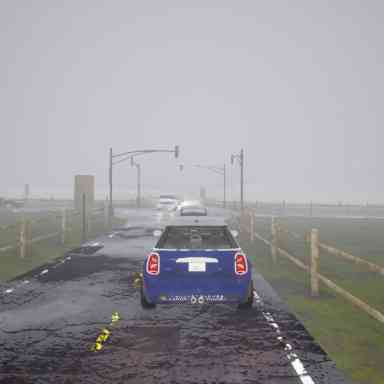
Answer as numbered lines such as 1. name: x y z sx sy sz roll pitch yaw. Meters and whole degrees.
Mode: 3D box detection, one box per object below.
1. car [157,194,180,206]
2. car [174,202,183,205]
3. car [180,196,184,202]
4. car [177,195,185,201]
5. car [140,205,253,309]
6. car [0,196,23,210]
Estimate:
1. car: -2.886 1.205 39.343 2.150 2.045 5.566 1 0 0
2. car: 0.080 1.507 17.196 1.837 1.490 4.892 0 0 0
3. car: -2.906 1.615 57.681 1.895 1.301 4.718 0 0 1
4. car: -2.743 1.580 84.540 1.994 1.385 4.181 0 0 0
5. car: 0.090 1.353 8.030 2.097 1.767 4.553 0 0 0
6. car: -21.078 1.112 36.297 5.008 1.535 1.882 1 0 0
